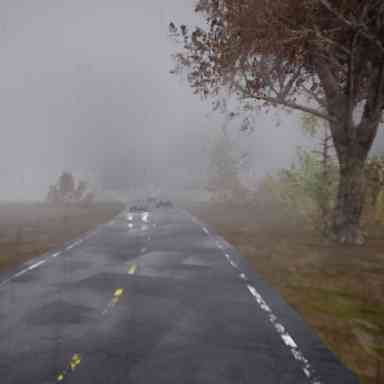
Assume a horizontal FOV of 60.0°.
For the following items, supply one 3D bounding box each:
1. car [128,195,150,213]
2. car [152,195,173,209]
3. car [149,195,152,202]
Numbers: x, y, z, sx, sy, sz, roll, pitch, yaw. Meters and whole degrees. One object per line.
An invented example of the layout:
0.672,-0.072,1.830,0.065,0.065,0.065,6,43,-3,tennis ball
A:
-5.780,1.384,36.100,1.837,1.490,4.892,0,0,-8,car
-3.713,1.201,43.483,2.097,1.767,4.553,0,0,-10,car
-7.641,1.272,62.501,1.882,1.535,5.008,0,0,-14,car
